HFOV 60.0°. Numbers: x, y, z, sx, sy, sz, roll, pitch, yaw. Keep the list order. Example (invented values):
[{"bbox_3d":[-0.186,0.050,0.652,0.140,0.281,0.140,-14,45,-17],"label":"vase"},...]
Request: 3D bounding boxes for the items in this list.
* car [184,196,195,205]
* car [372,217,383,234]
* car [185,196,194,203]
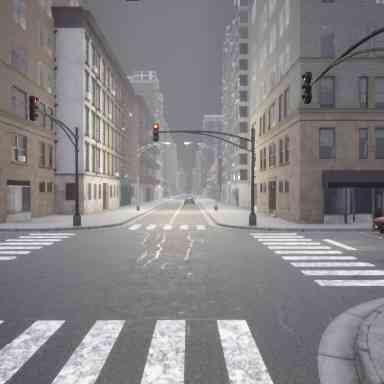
[{"bbox_3d":[-0.457,1.542,59.184,1.812,1.442,4.674,0,0,0],"label":"car"},{"bbox_3d":[11.644,1.530,16.987,4.507,1.381,1.887,0,0,0],"label":"car"},{"bbox_3d":[-0.535,1.548,69.189,1.812,1.442,4.674,0,0,0],"label":"car"}]
